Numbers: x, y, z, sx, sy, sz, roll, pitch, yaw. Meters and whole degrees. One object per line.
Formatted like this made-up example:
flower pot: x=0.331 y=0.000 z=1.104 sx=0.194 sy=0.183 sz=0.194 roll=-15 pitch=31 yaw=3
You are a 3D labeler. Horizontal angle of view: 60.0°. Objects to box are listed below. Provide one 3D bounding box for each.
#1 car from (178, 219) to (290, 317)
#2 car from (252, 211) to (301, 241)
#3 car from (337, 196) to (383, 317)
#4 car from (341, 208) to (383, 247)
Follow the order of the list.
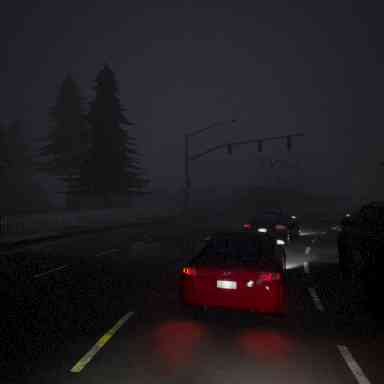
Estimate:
car: x=1.134 y=1.564 z=7.658 sx=1.994 sy=1.385 sz=4.181 roll=0 pitch=0 yaw=16
car: x=3.800 y=1.564 z=15.627 sx=1.994 sy=1.385 sz=4.181 roll=0 pitch=0 yaw=26
car: x=4.711 y=1.221 z=7.295 sx=2.150 sy=2.045 sz=5.566 roll=0 pitch=0 yaw=15
car: x=8.379 y=1.564 z=15.885 sx=1.994 sy=1.385 sz=4.181 roll=0 pitch=0 yaw=28
